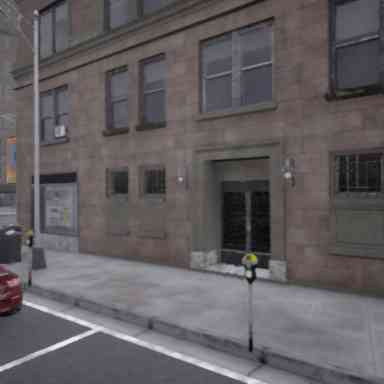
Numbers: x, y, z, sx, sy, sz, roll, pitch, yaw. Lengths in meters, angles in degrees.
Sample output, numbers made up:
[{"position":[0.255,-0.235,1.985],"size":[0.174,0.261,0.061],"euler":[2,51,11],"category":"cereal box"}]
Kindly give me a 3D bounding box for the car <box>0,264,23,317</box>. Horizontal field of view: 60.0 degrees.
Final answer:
[{"position":[-4.815,1.659,6.276],"size":[4.206,1.307,1.802],"euler":[-1,0,35],"category":"car"}]
